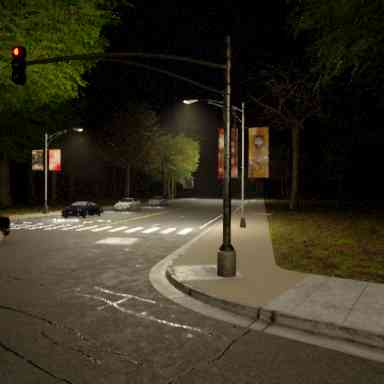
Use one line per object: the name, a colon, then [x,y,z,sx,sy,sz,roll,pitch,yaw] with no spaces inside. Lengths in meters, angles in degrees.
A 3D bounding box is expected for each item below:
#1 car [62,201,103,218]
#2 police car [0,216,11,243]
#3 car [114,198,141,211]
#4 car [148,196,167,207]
car: [-9.439,1.486,28.921,1.994,1.385,4.181,0,0,13]
police car: [-9.463,1.409,12.850,1.930,1.638,5.238,0,0,12]
car: [-7.367,1.425,38.765,1.812,1.442,4.674,0,0,12]
car: [-5.069,1.401,49.597,1.812,1.442,4.674,0,0,12]
